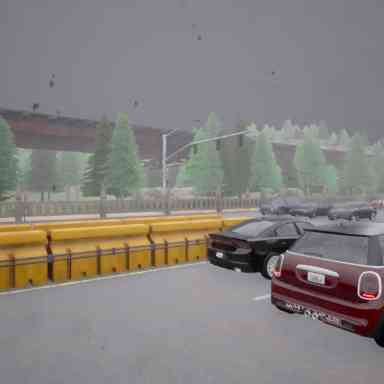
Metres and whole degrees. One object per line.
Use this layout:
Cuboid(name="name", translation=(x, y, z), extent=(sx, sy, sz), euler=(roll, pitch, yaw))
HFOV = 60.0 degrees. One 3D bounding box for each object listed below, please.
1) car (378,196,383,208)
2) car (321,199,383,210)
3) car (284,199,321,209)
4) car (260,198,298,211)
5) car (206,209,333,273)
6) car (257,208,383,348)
Cuboid(name="car", translation=(25.324, 1.351, 43.535), extent=(4.553, 1.767, 2.097), euler=(0, 0, -35))
Cuboid(name="car", translation=(12.442, 1.505, 25.758), extent=(4.892, 1.490, 1.837), euler=(0, 0, -35))
Cuboid(name="car", translation=(10.720, 1.547, 28.828), extent=(5.357, 1.411, 2.033), euler=(0, 0, -35))
Cuboid(name="car", translation=(8.565, 1.352, 31.590), extent=(4.553, 1.767, 2.097), euler=(0, 0, -35))
Cuboid(name="car", translation=(2.738, 1.478, 10.027), extent=(5.008, 1.535, 1.882), euler=(0, 0, -35))
Cuboid(name="car", translation=(3.660, 1.352, 6.395), extent=(4.553, 1.767, 2.097), euler=(0, 0, -35))
